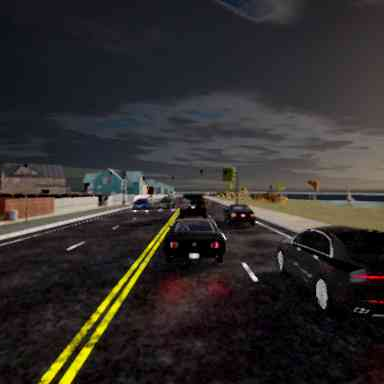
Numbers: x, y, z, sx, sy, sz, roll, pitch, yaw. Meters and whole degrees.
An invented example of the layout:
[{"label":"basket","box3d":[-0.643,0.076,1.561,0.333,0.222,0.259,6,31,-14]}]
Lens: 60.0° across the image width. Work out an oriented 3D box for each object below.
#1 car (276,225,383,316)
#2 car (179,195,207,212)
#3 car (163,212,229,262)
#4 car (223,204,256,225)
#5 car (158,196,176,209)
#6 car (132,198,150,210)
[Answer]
[{"label":"car","box3d":[3.304,1.510,7.538,1.837,1.490,4.892,0,0,0]},{"label":"car","box3d":[0.094,1.244,27.888,2.150,2.045,5.566,0,0,0]},{"label":"car","box3d":[0.085,1.608,12.124,1.895,1.301,4.718,0,0,0]},{"label":"car","box3d":[3.324,1.567,24.046,2.033,1.411,5.357,0,0,0]},{"label":"car","box3d":[-3.314,1.400,44.840,2.097,1.767,4.553,0,0,0]},{"label":"car","box3d":[-6.563,1.572,43.586,1.812,1.442,4.674,0,0,0]}]
